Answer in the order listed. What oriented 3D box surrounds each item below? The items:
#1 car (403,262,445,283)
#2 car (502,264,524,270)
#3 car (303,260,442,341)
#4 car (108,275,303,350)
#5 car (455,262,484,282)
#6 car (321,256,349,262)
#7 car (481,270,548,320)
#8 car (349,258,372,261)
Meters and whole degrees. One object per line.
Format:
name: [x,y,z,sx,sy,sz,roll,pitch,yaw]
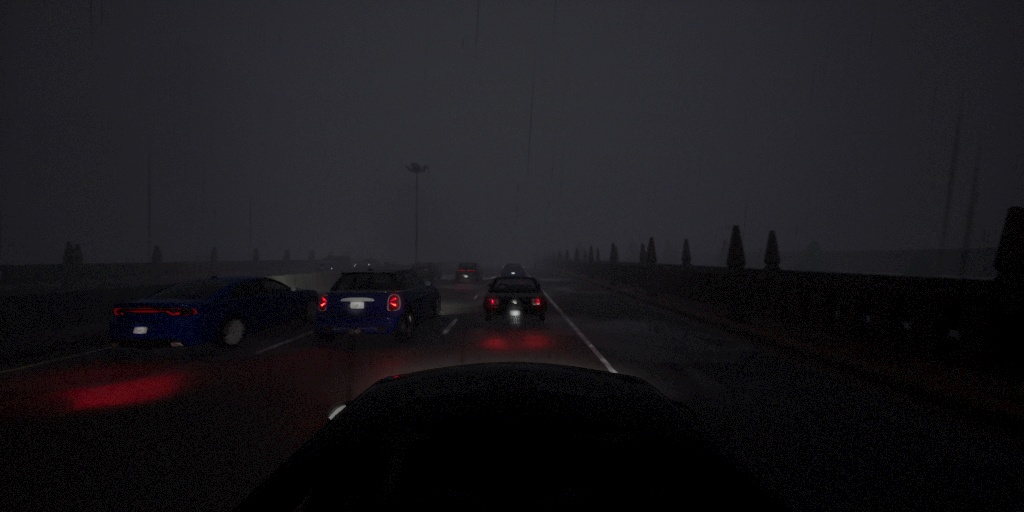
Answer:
car: [-6.906,1.235,28.769,2.128,1.511,4.902,0,0,0]
car: [0.094,1.308,29.976,1.994,1.385,4.181,0,0,0]
car: [-3.402,1.100,10.004,2.097,1.767,4.553,0,0,0]
car: [-6.901,1.226,9.132,1.882,1.535,5.008,0,0,0]
car: [-3.406,1.249,28.983,1.837,1.490,4.892,0,0,0]
car: [-21.097,0.971,42.625,2.150,2.045,5.566,0,0,0]
car: [0.097,1.348,12.521,1.895,1.301,4.718,0,0,0]
car: [-17.594,1.103,43.950,2.097,1.767,4.553,0,0,0]
